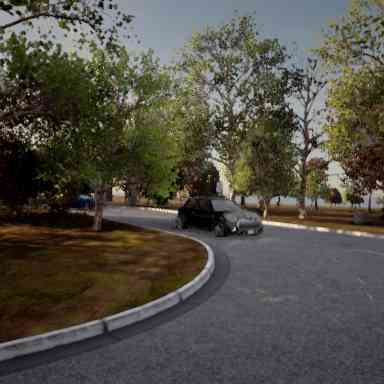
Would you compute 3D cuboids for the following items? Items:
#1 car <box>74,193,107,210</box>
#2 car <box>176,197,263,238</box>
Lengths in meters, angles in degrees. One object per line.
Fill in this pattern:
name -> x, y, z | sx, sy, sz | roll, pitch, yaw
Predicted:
car -> -9.929, 0.874, 30.219 | 5.008, 1.535, 1.882 | 1, -1, 32
car -> 1.194, 1.060, 15.768 | 2.097, 1.767, 4.553 | 1, 0, -35
